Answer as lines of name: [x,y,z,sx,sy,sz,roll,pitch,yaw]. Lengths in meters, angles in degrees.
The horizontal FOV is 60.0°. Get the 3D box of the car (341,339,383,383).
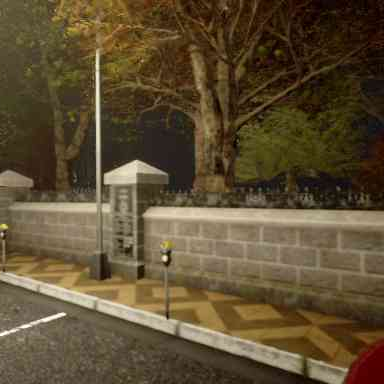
car: [2.948,1.311,0.780,5.009,1.841,2.192,0,-1,36]
